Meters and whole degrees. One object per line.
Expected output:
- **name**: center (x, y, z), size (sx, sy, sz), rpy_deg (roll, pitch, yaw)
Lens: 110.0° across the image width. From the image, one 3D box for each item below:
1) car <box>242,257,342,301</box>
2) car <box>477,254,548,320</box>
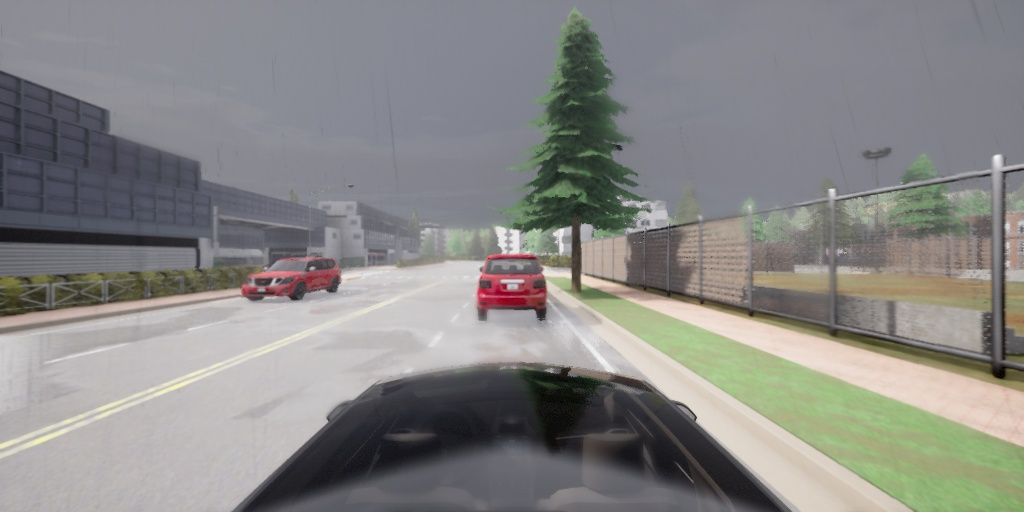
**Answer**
- **car**: center (-10.648, 1.089, 17.968), size (2.150, 2.045, 5.566), rpy_deg (0, 0, -1)
- **car**: center (-0.003, 0.963, 12.763), size (2.150, 2.045, 5.566), rpy_deg (0, 0, 0)
